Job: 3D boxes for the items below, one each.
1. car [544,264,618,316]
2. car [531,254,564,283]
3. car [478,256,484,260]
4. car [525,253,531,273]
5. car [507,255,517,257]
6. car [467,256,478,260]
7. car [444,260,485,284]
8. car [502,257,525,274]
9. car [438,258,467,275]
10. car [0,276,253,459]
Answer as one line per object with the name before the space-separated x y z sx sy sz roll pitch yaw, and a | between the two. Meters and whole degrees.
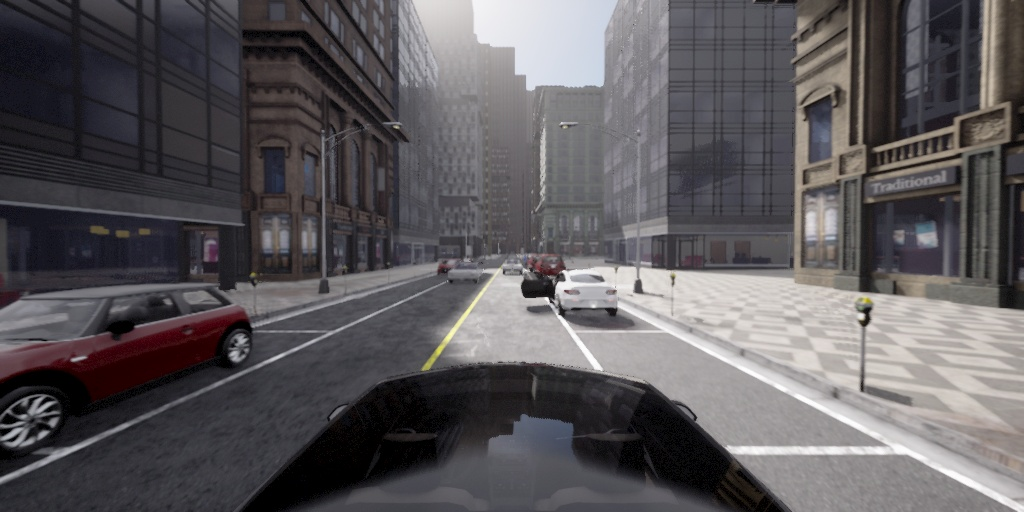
car | 2.354 1.167 12.648 1.812 1.442 4.674 0 1 0
car | 2.860 0.808 27.374 2.192 1.841 5.009 0 0 0
car | -5.663 0.693 61.266 1.948 1.339 4.313 0 0 0
car | 2.861 0.692 38.671 2.192 1.841 5.009 0 0 0
car | 0.032 0.614 49.256 2.097 1.767 4.553 0 1 1
car | -5.664 0.899 44.319 1.802 1.307 4.207 0 0 0
car | -3.095 1.125 24.411 1.895 1.301 4.718 0 1 0
car | 0.045 1.019 34.740 1.895 1.301 4.718 0 1 1
car | -5.665 0.981 33.021 1.888 1.381 4.507 0 0 0
car | -5.667 1.159 4.778 1.967 1.591 4.097 0 0 0
